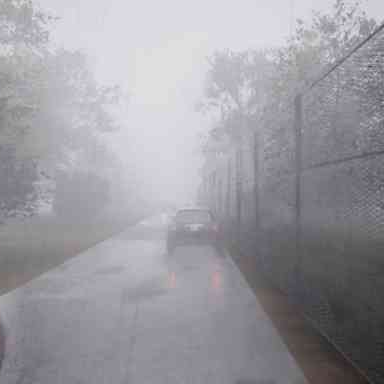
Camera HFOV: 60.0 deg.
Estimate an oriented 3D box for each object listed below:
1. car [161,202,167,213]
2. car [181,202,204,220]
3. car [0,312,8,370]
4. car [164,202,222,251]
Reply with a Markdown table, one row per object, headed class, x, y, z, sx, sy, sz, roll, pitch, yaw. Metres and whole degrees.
| class | x | y | z | sx | sy | sz | roll | pitch | yaw |
| --- | --- | --- | --- | --- | --- | --- | --- | --- | --- |
| car | -2.962 | 1.990 | 43.384 | 2.128 | 1.511 | 4.902 | 0 | -1 | 0 |
| car | 0.035 | 1.773 | 32.415 | 2.128 | 1.511 | 4.902 | 0 | -1 | 0 |
| car | -2.851 | 1.528 | 1.740 | 1.812 | 1.442 | 4.674 | 0 | 0 | 0 |
| car | 0.090 | 1.413 | 14.485 | 2.097 | 1.767 | 4.553 | 0 | 0 | 0 |
